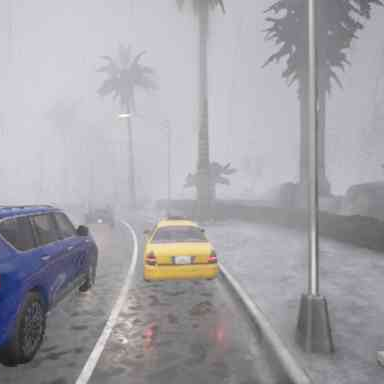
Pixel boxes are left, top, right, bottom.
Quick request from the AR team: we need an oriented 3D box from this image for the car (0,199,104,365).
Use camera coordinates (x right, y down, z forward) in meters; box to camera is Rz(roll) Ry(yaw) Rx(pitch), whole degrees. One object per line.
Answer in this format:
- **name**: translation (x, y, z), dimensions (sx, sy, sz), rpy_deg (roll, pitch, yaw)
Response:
- **car**: translation (-3.273, 1.235, 5.924), dimensions (2.150, 2.045, 5.566), rpy_deg (0, -1, -4)

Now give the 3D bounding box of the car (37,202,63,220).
- **car**: translation (-12.965, 1.642, 30.264), dimensions (1.994, 1.385, 4.181), rpy_deg (0, 0, -24)

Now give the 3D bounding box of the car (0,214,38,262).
- **car**: translation (-7.524, 1.640, 12.508), dimensions (1.895, 1.301, 4.718), rpy_deg (0, 0, -9)

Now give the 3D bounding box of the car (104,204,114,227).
- **car**: translation (-6.473, 1.554, 23.052), dimensions (1.837, 1.490, 4.892), rpy_deg (0, 0, -17)

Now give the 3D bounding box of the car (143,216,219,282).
- **car**: translation (-0.484, 1.471, 9.833), dimensions (1.801, 1.575, 5.366), rpy_deg (0, 0, -6)

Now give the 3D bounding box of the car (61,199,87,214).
- **car**: translation (-13.653, 1.616, 38.311), dimensions (1.812, 1.442, 4.674), rpy_deg (0, 0, -33)
